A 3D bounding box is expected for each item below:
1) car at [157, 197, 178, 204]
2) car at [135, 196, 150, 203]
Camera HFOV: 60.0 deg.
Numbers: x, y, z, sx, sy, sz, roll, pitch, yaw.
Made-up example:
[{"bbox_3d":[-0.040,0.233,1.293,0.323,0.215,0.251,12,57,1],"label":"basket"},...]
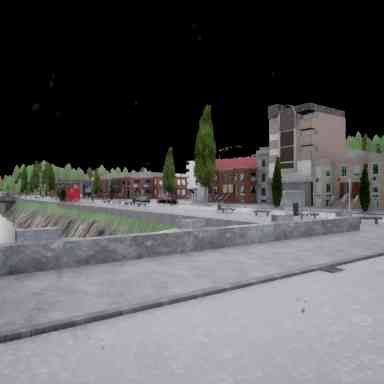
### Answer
[{"bbox_3d":[-4.574,1.601,60.735,1.895,1.301,4.718,0,0,-35],"label":"car"},{"bbox_3d":[-10.377,1.561,68.869,1.994,1.385,4.181,0,0,-35],"label":"car"}]
